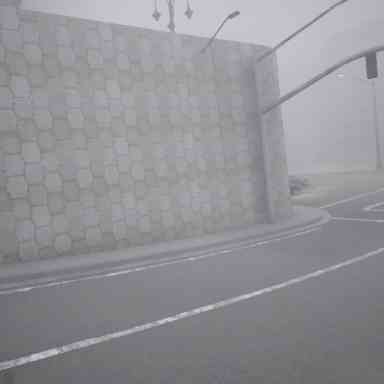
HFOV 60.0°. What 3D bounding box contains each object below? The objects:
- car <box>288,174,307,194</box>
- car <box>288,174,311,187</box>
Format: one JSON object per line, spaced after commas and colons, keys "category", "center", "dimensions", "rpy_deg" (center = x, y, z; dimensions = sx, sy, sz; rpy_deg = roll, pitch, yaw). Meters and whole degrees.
{"category": "car", "center": [6.662, -0.399, 28.539], "dimensions": [2.033, 1.411, 5.357], "rpy_deg": [-10, 6, -35]}
{"category": "car", "center": [8.806, -0.953, 31.494], "dimensions": [1.837, 1.490, 4.892], "rpy_deg": [-10, 6, -35]}
